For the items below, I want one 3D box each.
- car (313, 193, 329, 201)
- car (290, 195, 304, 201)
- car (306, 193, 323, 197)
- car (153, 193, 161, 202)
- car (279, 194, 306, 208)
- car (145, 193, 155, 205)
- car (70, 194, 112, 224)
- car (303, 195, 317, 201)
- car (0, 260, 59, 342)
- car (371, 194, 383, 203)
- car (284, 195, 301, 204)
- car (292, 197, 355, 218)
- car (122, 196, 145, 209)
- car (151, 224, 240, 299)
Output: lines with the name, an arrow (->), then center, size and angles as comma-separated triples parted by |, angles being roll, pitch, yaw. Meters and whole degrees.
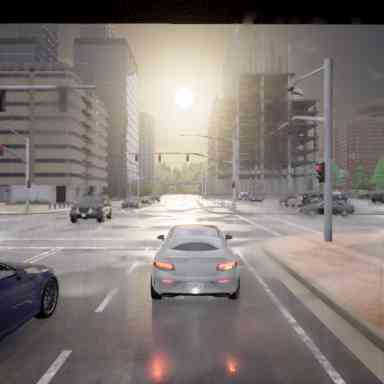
car -> 29.867, 1.153, 76.989 | 1.932, 1.855, 4.605 | 0, 0, 0
car -> 24.289, 1.395, 76.914 | 1.970, 1.475, 3.806 | 0, 0, 0
car -> 15.966, 1.156, 44.306 | 1.905, 1.878, 3.866 | 0, 0, 0
car -> -8.217, 1.220, 73.670 | 2.150, 2.045, 5.566 | 0, 0, 0
car -> 13.071, 1.153, 44.347 | 1.932, 1.855, 4.605 | 0, 0, 0
car -> -8.169, 1.477, 57.985 | 1.882, 1.535, 5.008 | 0, 0, 0
car -> -7.536, 1.220, 25.387 | 2.150, 2.045, 5.566 | 0, 0, -3
car -> 27.184, 1.364, 76.926 | 1.784, 1.438, 3.905 | 0, 0, 0
car -> -3.441, 1.526, 4.429 | 1.812, 1.442, 4.674 | 0, 0, 0
car -> 35.487, 1.153, 61.954 | 1.932, 1.855, 4.605 | 0, 0, 0
car -> 18.591, 1.395, 61.785 | 1.970, 1.475, 3.806 | 0, 0, 0
car -> 12.102, 1.491, 30.112 | 4.902, 1.511, 2.128 | 0, 0, 0
car -> -8.080, 1.352, 44.893 | 2.097, 1.767, 4.553 | 0, 0, 0
car -> 0.072, 1.526, 8.303 | 1.812, 1.442, 4.674 | 0, 0, 0
